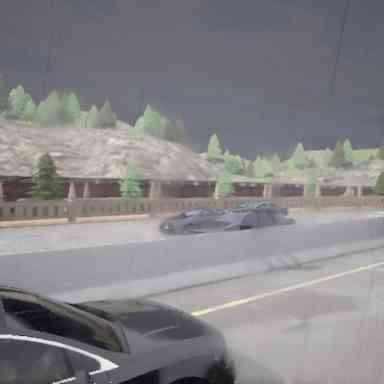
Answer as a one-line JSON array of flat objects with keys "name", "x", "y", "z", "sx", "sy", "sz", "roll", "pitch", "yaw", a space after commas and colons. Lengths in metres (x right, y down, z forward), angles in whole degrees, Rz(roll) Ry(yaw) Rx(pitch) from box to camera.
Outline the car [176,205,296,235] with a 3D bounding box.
[{"name": "car", "x": 2.225, "y": 1.481, "z": 14.084, "sx": 5.357, "sy": 1.411, "sz": 2.033, "roll": 0, "pitch": 0, "yaw": -35}]

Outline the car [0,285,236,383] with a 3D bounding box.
[{"name": "car", "x": -1.829, "y": 1.506, "z": 2.441, "sx": 4.892, "sy": 1.490, "sz": 1.837, "roll": 0, "pitch": 0, "yaw": -35}]

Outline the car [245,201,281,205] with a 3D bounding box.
[{"name": "car", "x": 4.727, "y": 1.380, "z": 23.955, "sx": 4.902, "sy": 1.511, "sz": 2.128, "roll": 0, "pitch": 0, "yaw": -31}]

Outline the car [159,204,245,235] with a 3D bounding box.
[{"name": "car", "x": 0.442, "y": 1.496, "z": 17.027, "sx": 4.181, "sy": 1.385, "sz": 1.994, "roll": 0, "pitch": 0, "yaw": -34}]
